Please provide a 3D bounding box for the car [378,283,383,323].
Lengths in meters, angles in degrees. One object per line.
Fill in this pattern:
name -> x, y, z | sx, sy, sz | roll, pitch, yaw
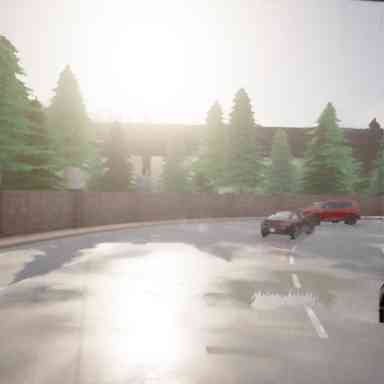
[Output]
car -> 3.970, 1.428, 3.575 | 2.097, 1.767, 4.553 | 0, -1, 5

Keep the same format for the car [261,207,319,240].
car -> 5.492, 1.811, 19.008 | 1.812, 1.442, 4.674 | -1, -1, 36

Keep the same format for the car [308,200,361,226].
car -> 10.887, 1.649, 26.986 | 5.566, 2.045, 2.150 | 1, -1, -16

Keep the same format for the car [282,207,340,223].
car -> 10.968, 2.077, 30.760 | 4.718, 1.301, 1.895 | 1, -1, -13
